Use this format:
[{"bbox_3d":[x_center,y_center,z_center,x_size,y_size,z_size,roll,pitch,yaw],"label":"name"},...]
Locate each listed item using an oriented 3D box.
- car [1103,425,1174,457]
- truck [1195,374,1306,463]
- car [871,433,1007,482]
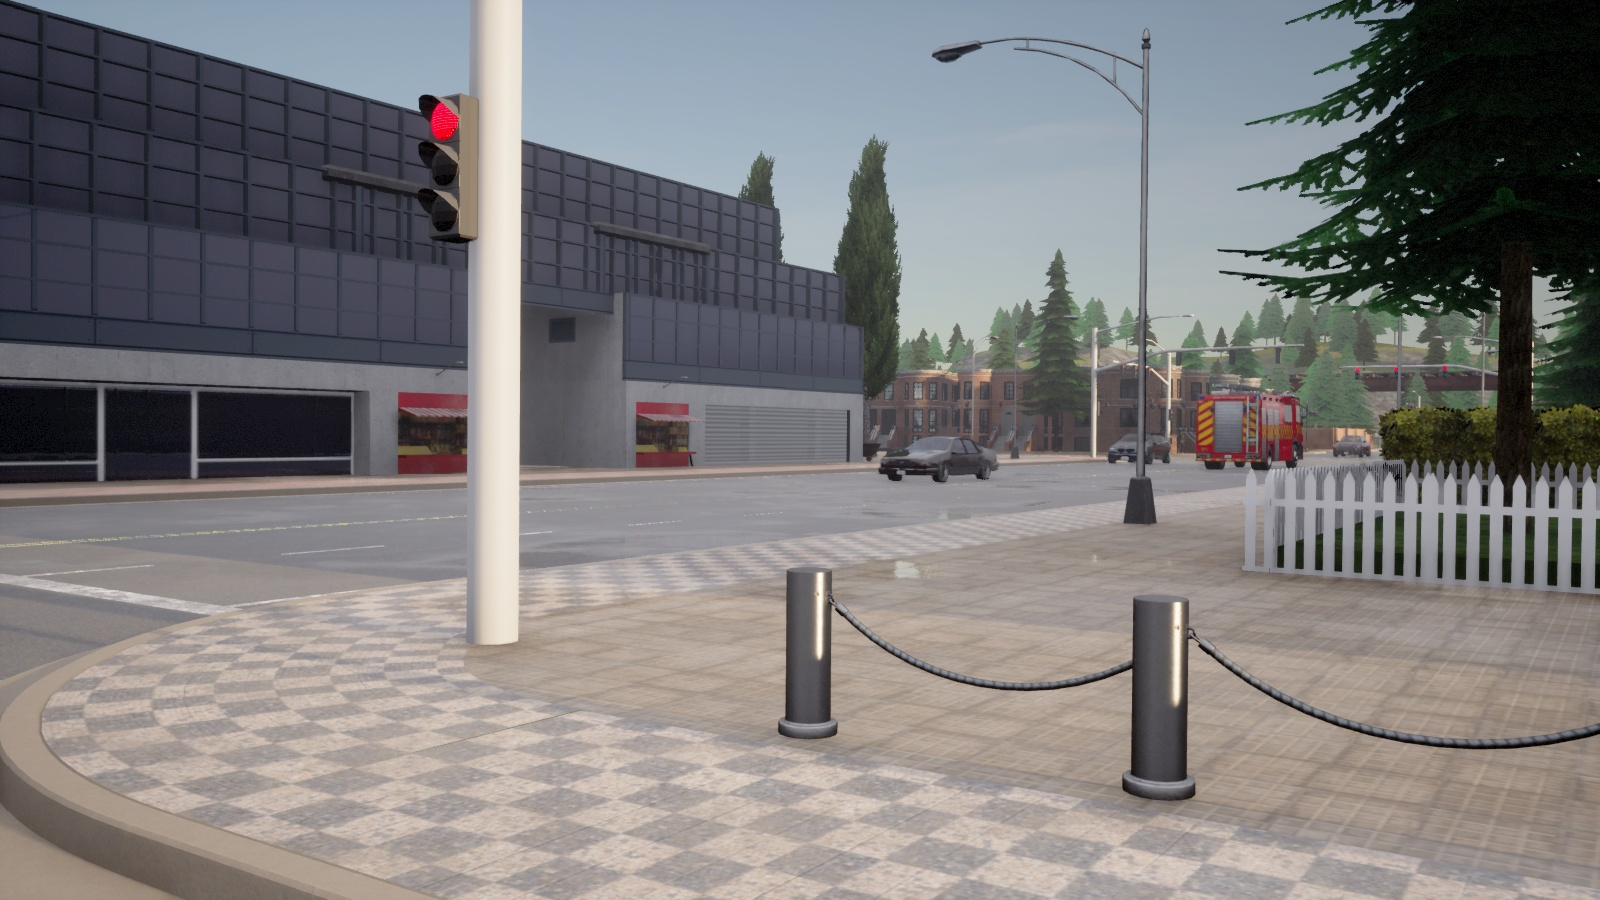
[{"bbox_3d":[17.891,-0.491,66.263,2.242,1.667,4.611,0,1,34],"label":"car"},{"bbox_3d":[21.085,-1.422,58.443,2.891,3.827,8.468,0,1,34],"label":"truck"},{"bbox_3d":[4.506,0.193,39.931,2.033,1.411,5.357,0,1,34],"label":"car"}]
